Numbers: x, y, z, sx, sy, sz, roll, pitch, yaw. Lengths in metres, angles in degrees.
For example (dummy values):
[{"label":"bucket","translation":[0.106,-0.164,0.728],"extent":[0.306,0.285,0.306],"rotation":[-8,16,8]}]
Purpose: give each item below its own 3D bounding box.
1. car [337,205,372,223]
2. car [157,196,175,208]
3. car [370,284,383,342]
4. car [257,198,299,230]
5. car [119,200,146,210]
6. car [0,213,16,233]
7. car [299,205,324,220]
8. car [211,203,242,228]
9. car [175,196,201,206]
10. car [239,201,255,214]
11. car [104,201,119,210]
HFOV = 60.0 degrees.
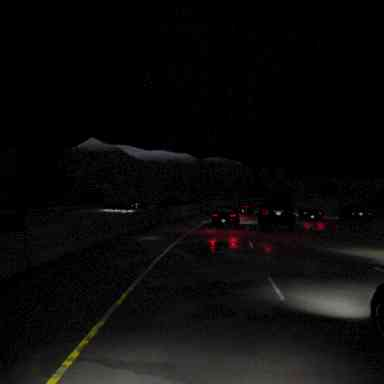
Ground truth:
[{"label":"car","translation":[14.175,1.856,29.166],"extent":[2.033,1.411,5.357],"rotation":[0,-1,13]},{"label":"car","translation":[-3.698,1.735,54.582],"extent":[2.150,2.045,5.566],"rotation":[0,-1,21]},{"label":"car","translation":[3.755,1.568,3.466],"extent":[1.812,1.442,4.674],"rotation":[0,-1,2]},{"label":"car","translation":[5.802,1.455,23.123],"extent":[2.150,2.045,5.566],"rotation":[0,-1,10]},{"label":"car","translation":[-8.721,1.976,50.987],"extent":[1.837,1.490,4.892],"rotation":[0,-1,19]},{"label":"car","translation":[-9.680,1.612,14.653],"extent":[2.128,1.511,4.902],"rotation":[0,-1,6]},{"label":"car","translation":[11.146,1.925,31.432],"extent":[1.895,1.301,4.718],"rotation":[0,-1,14]},{"label":"car","translation":[2.502,1.765,24.440],"extent":[1.812,1.442,4.674],"rotation":[0,-1,10]},{"label":"car","translation":[-0.199,1.737,54.021],"extent":[2.150,2.045,5.566],"rotation":[0,-1,21]},{"label":"car","translation":[6.585,1.910,40.939],"extent":[1.837,1.490,4.892],"rotation":[0,-1,17]},{"label":"car","translation":[-11.957,2.040,52.287],"extent":[1.994,1.385,4.181],"rotation":[0,-1,19]}]
